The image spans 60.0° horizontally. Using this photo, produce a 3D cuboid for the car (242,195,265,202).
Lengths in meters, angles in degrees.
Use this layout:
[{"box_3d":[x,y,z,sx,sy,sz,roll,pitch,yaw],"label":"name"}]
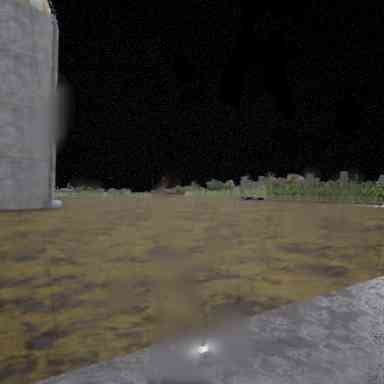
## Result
[{"box_3d":[12.328,1.268,67.035,1.895,1.301,4.718,2,-1,-35],"label":"car"}]
